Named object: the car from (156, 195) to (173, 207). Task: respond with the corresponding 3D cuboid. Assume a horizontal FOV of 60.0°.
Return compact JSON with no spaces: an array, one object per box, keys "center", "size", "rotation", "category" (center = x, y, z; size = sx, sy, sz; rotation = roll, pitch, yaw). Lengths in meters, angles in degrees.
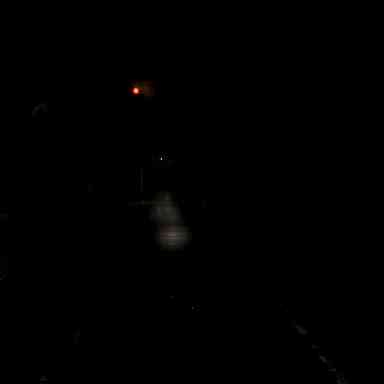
[{"center":[-3.498,1.222,43.350],"size":[2.128,1.511,4.902],"rotation":[0,1,0],"category":"car"}]
